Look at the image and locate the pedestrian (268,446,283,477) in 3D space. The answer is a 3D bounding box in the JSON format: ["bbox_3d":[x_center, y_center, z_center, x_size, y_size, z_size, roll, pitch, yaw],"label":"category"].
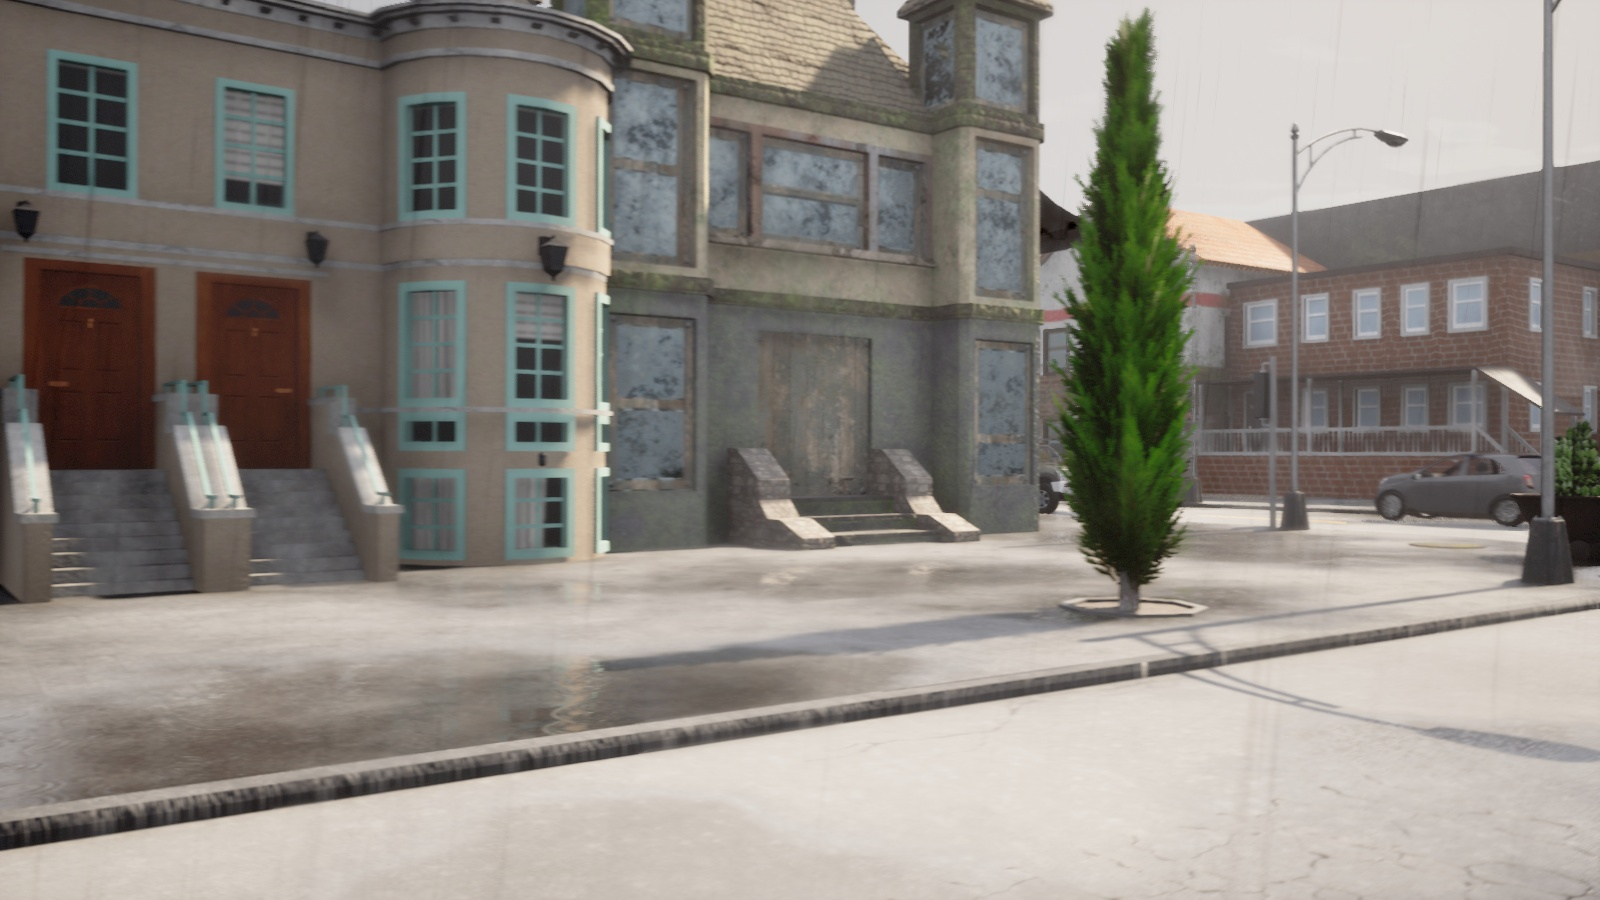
[{"bbox_3d":[-31.236,0.704,74.835,0.634,1.844,0.899,0,0,-37],"label":"pedestrian"}]

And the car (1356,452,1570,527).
[{"bbox_3d":[14.173,0.795,27.017,1.845,1.501,3.633,0,0,-33],"label":"car"}]

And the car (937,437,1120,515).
[{"bbox_3d":[5.754,0.628,32.148,1.932,1.855,4.605,0,0,-34],"label":"car"}]
